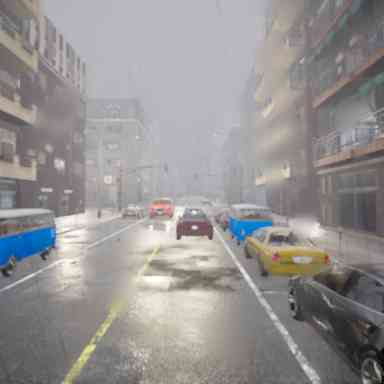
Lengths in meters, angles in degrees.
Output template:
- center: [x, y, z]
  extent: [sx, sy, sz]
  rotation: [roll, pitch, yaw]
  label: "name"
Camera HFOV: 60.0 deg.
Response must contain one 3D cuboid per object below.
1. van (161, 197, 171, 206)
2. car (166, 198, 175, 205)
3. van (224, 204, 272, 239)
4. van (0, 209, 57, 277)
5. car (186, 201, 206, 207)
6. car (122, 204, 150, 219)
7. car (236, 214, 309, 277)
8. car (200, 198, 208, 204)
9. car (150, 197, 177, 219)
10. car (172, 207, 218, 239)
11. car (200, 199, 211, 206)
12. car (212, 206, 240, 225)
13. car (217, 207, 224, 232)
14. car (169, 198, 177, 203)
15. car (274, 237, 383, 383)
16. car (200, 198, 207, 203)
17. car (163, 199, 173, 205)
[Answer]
- center: [-5.503, 2.036, 71.013]
  extent: [1.690, 1.788, 3.998]
  rotation: [1, -1, 0]
  label: "van"
- center: [-5.344, 2.244, 82.345]
  extent: [1.967, 1.590, 4.097]
  rotation: [1, -1, 0]
  label: "car"
- center: [2.690, 1.500, 15.880]
  extent: [1.690, 1.788, 3.998]
  rotation: [1, -1, 0]
  label: "van"
- center: [-5.664, 1.445, 10.292]
  extent: [1.690, 1.788, 3.998]
  rotation: [1, -1, 0]
  label: "van"
- center: [0.142, 1.945, 34.761]
  extent: [1.895, 1.301, 4.718]
  rotation: [0, -1, 0]
  label: "car"
- center: [-5.732, 1.877, 32.968]
  extent: [2.008, 1.369, 4.403]
  rotation: [1, -1, 0]
  label: "car"
- center: [2.681, 1.630, 10.378]
  extent: [1.752, 1.417, 4.829]
  rotation: [1, -1, 0]
  label: "car"
- center: [3.077, 2.408, 87.927]
  extent: [2.008, 1.369, 4.403]
  rotation: [1, -1, 0]
  label: "car"
- center: [-2.961, 1.650, 33.636]
  extent: [2.150, 2.045, 5.566]
  rotation: [0, -1, 0]
  label: "car"
- center: [0.124, 1.747, 18.452]
  extent: [1.994, 1.385, 4.181]
  rotation: [0, -1, 0]
  label: "car"
- center: [3.044, 2.229, 69.340]
  extent: [2.008, 1.369, 4.403]
  rotation: [1, -1, 0]
  label: "car"
- center: [2.698, 1.852, 27.219]
  extent: [1.802, 1.307, 4.206]
  rotation: [1, -1, 0]
  label: "car"
- center: [2.692, 1.797, 21.549]
  extent: [1.802, 1.307, 4.206]
  rotation: [1, -1, 0]
  label: "car"
- center: [-5.260, 2.478, 93.684]
  extent: [1.947, 1.339, 4.313]
  rotation: [1, -1, 0]
  label: "car"
- center: [2.674, 1.613, 4.538]
  extent: [1.947, 1.339, 4.313]
  rotation: [1, -1, 0]
  label: "car"
- center: [3.119, 2.493, 93.596]
  extent: [1.802, 1.307, 4.206]
  rotation: [1, -1, 0]
  label: "car"
- center: [-5.389, 2.315, 76.673]
  extent: [1.947, 1.339, 4.313]
  rotation: [1, -1, 0]
  label: "car"
